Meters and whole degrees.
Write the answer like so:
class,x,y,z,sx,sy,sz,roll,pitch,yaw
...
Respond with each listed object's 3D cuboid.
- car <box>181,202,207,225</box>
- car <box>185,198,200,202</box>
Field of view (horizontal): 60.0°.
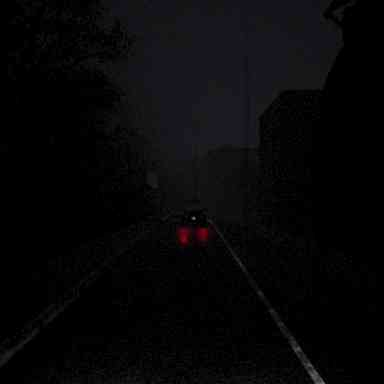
class,x,y,z,sx,sy,sz,roll,pitch,yaw
car,0.126,1.664,25.082,1.812,1.442,4.674,0,-1,0
car,0.050,1.847,43.013,2.150,2.045,5.566,0,-2,-2
